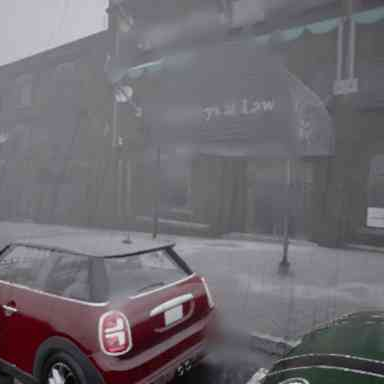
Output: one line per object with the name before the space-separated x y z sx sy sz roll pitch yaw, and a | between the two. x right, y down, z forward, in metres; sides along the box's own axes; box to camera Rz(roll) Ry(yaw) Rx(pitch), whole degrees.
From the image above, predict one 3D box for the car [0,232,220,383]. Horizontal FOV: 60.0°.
car | -1.931 1.392 4.908 4.553 1.767 2.185 -1 0 35
